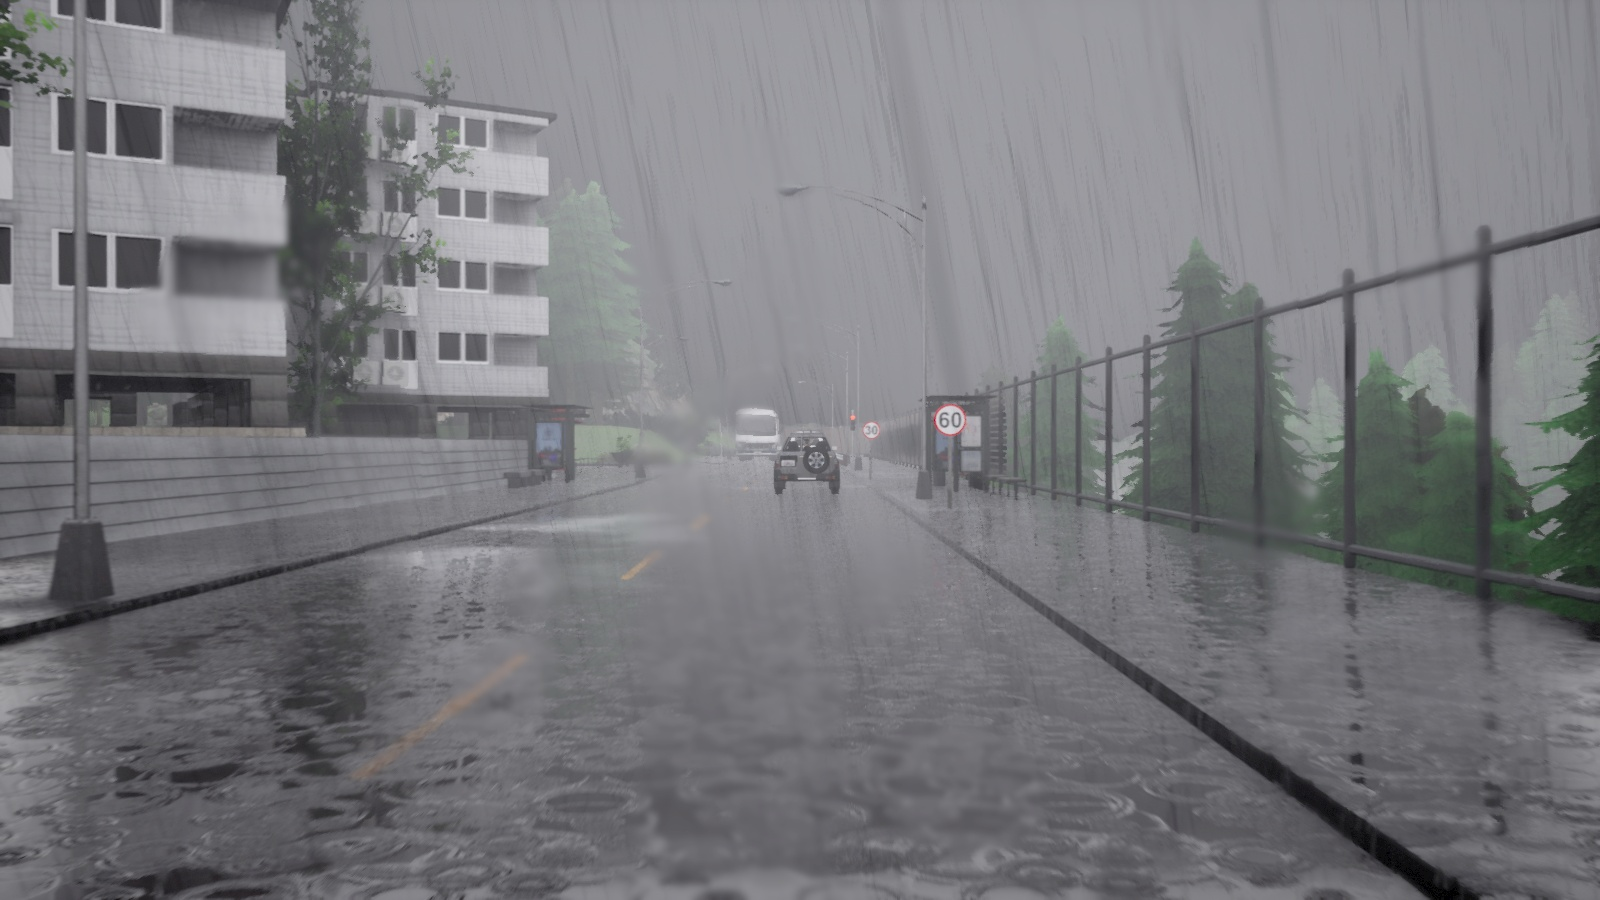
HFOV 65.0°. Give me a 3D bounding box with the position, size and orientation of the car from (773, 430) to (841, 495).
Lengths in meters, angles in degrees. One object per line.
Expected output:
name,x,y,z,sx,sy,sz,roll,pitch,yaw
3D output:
car,0.214,0.349,37.887,1.932,1.855,4.605,0,0,1
